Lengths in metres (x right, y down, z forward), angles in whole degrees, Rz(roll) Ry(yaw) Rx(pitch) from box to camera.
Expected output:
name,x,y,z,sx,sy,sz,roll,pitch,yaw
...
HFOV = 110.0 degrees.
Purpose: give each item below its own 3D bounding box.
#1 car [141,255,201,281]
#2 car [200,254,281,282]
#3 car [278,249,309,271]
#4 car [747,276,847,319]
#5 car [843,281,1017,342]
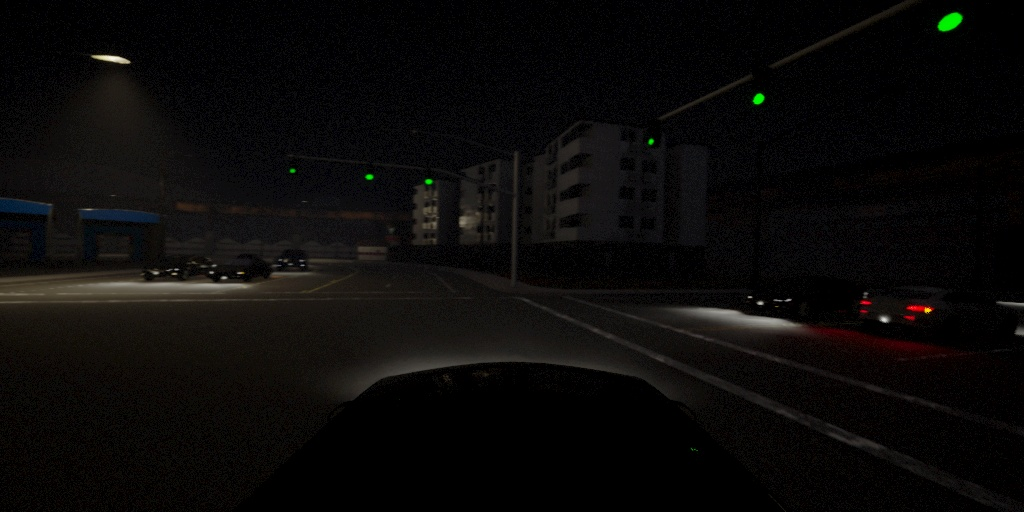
name,x,y,z,sx,sy,sz,roll,pitch,yaw
car,-20.478,0.682,22.287,1.837,1.490,4.892,1,0,-16
car,-16.955,0.816,22.798,2.033,1.411,5.357,1,0,-16
car,-21.006,0.338,34.609,2.150,2.045,5.566,1,1,-25
car,11.807,1.567,14.352,4.892,1.490,1.837,1,0,-16
car,12.858,1.631,10.914,4.674,1.442,1.812,2,0,-17
